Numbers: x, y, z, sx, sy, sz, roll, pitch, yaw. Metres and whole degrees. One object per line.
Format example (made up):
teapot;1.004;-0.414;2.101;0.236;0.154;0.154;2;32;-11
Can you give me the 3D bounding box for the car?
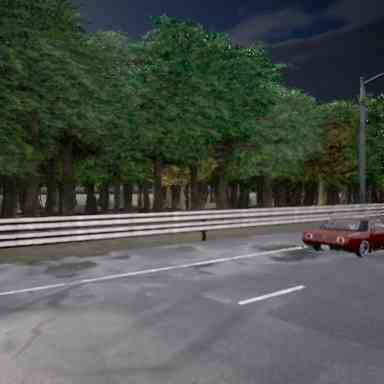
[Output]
car;6.403;1.606;12.686;4.718;1.301;1.895;0;0;-35
